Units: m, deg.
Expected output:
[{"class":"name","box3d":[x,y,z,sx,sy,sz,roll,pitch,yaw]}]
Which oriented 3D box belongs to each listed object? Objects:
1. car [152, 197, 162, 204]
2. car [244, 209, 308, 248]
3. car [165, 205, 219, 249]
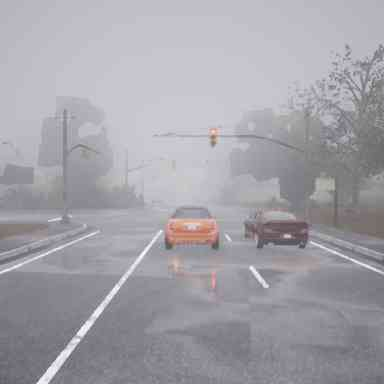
[{"class":"car","box3d":[-8.295,2.028,79.180,1.837,1.490,4.892,0,-1,-16]},{"class":"car","box3d":[3.500,1.462,14.651,1.882,1.535,5.008,0,0,0]},{"class":"car","box3d":[0.000,1.343,14.620,2.097,1.767,4.553,0,0,0]}]
